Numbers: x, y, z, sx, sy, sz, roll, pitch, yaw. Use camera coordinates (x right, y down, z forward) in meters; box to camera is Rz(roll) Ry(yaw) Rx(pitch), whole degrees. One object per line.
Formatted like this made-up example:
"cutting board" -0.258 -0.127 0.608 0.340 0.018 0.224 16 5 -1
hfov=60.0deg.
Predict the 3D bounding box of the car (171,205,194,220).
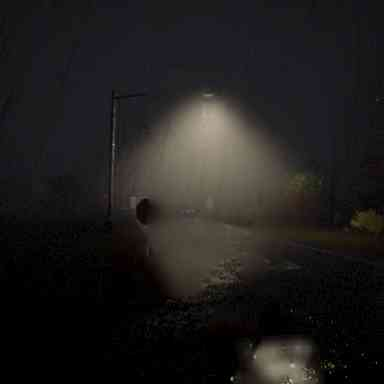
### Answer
"car" -1.121 2.822 47.357 2.150 2.045 5.566 2 -2 -11

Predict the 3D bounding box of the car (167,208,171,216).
"car" -3.117 3.402 57.549 1.882 1.535 5.008 2 -2 -11
